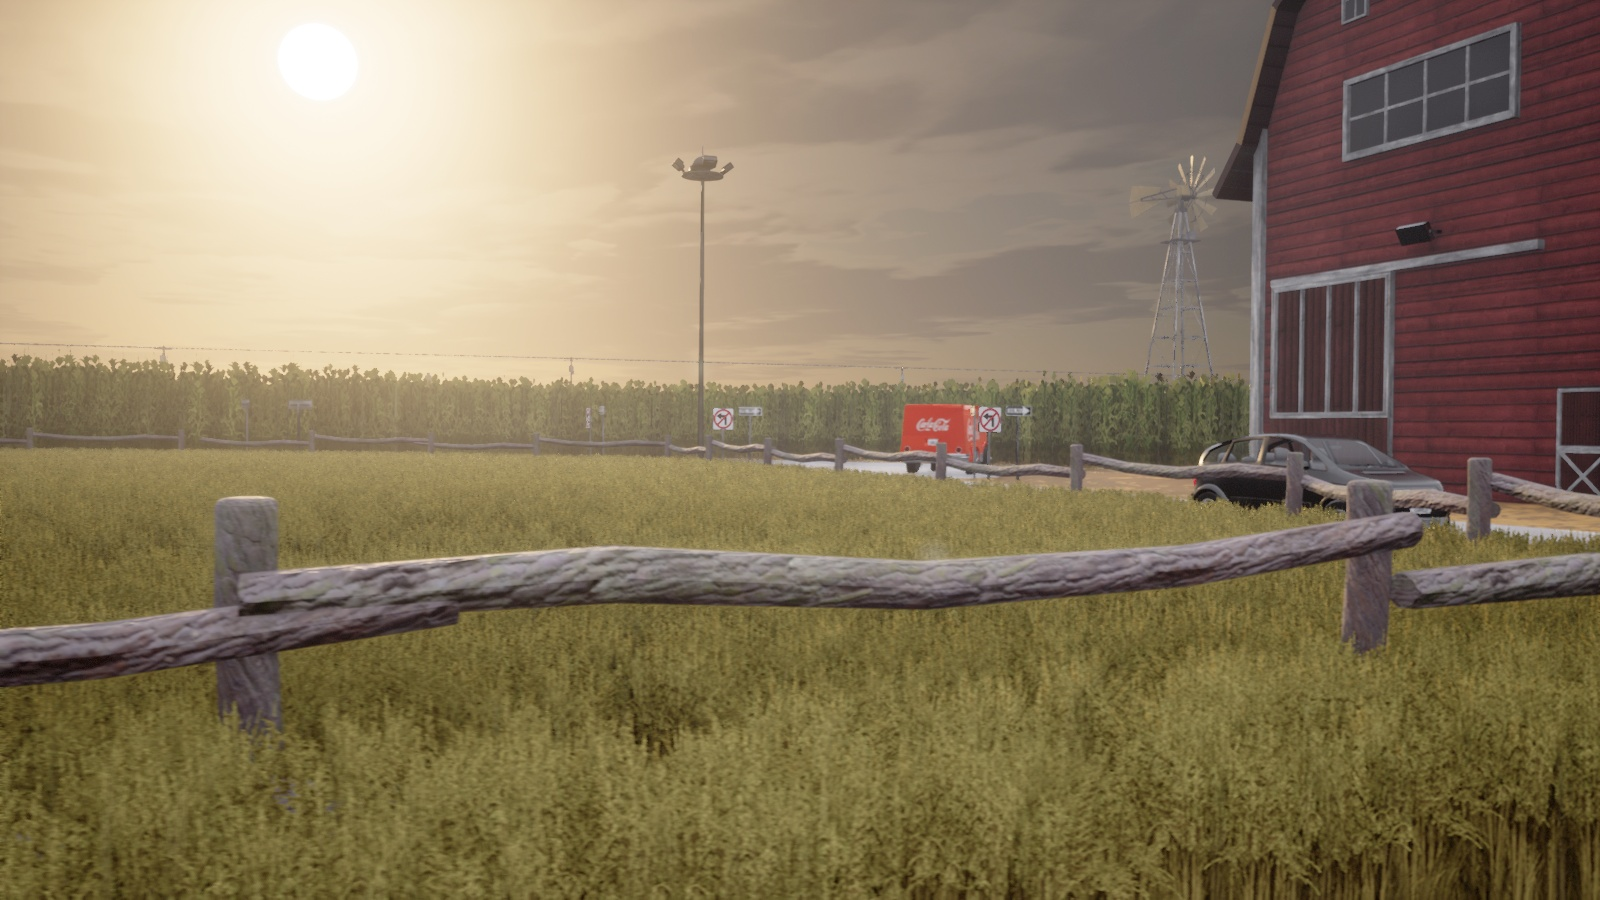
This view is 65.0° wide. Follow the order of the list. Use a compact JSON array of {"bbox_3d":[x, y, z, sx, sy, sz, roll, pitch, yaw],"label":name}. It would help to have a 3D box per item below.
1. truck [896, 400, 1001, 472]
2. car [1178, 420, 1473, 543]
[{"bbox_3d":[5.494,-0.532,45.775,2.627,2.467,5.204,0,1,21],"label":"truck"},{"bbox_3d":[7.379,0.378,18.023,1.789,1.549,3.705,-1,1,-23],"label":"car"}]
